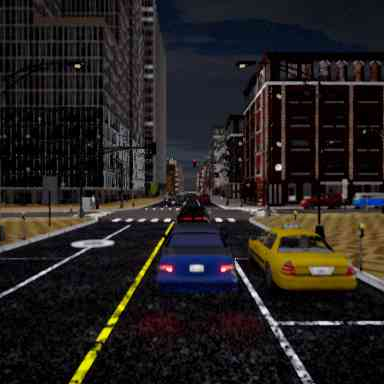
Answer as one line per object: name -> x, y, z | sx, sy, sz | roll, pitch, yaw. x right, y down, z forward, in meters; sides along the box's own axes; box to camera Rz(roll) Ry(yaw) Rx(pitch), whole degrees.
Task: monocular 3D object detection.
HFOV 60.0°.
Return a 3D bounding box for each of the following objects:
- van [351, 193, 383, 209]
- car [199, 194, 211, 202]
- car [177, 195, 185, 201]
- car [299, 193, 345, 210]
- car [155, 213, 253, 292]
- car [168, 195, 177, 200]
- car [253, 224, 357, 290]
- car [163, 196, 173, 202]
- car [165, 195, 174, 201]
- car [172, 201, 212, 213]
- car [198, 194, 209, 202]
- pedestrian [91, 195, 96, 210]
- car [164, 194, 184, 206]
van -> 20.949, 1.036, 39.143 | 3.998, 1.788, 1.690 | -1, 1, -1
car -> 2.531, 1.297, 63.530 | 2.192, 1.841, 5.009 | 0, 0, 0
car -> -2.793, 1.446, 84.090 | 1.994, 1.385, 4.181 | 0, 0, 0
car -> 15.294, 1.081, 39.081 | 5.009, 1.841, 2.192 | -1, 1, -1
car -> 0.092, 1.544, 9.031 | 2.033, 1.411, 5.357 | 0, 0, 0
car -> -5.363, 1.527, 91.491 | 2.008, 1.369, 4.403 | 0, 0, 0
car -> 2.560, 1.522, 8.883 | 1.752, 1.417, 4.829 | 0, 0, 0
car -> -5.355, 1.530, 74.712 | 2.008, 1.369, 4.403 | 0, 0, 0
car -> -5.358, 1.523, 80.305 | 1.887, 1.381, 4.507 | 0, 0, 0
car -> 0.074, 1.498, 18.772 | 1.837, 1.490, 4.892 | 0, 0, 0
car -> 2.525, 1.295, 74.716 | 2.192, 1.841, 5.009 | 0, 0, 0
pedestrian -> -12.370, 1.256, 41.712 | 0.375, 1.860, 0.375 | 0, 1, -1
car -> -2.860, 1.476, 53.530 | 2.128, 1.511, 4.902 | 0, 0, 0
